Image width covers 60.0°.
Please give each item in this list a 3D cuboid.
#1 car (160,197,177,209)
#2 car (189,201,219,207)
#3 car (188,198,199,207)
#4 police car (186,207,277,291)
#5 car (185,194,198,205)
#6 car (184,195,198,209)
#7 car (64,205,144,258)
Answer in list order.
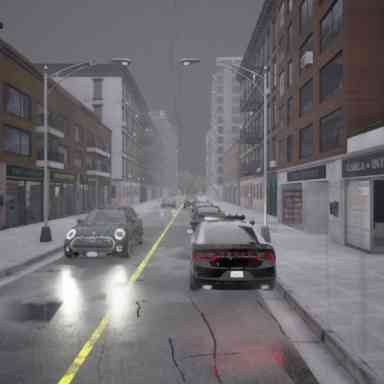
[{"bbox_3d":[-3.073,1.463,44.072,1.882,1.535,5.008,0,0,0],"label":"car"},{"bbox_3d":[0.869,1.504,19.069,1.837,1.490,4.892,0,0,0],"label":"car"},{"bbox_3d":[0.859,1.475,25.069,1.882,1.535,5.008,0,0,0],"label":"car"},{"bbox_3d":[0.886,1.426,9.179,1.930,1.638,5.238,0,0,0],"label":"police car"},{"bbox_3d":[-0.099,1.323,59.546,2.097,1.767,4.553,0,0,0],"label":"car"},{"bbox_3d":[-0.064,1.336,45.959,2.097,1.767,4.553,0,0,0],"label":"car"},{"bbox_3d":[-3.120,1.352,12.611,2.097,1.767,4.553,0,0,0],"label":"car"}]
